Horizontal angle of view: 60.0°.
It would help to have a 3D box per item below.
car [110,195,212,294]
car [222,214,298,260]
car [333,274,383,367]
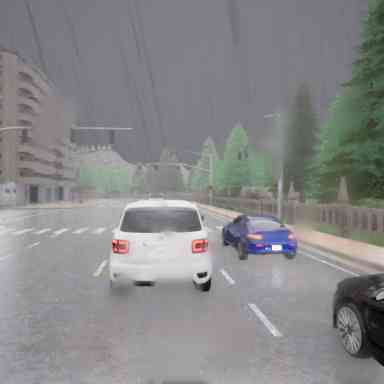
[{"bbox_3d":[-0.802,1.221,9.003,2.150,2.045,5.566,0,0,-5],"label":"car"},{"bbox_3d":[2.342,1.526,12.363,1.812,1.442,4.674,0,0,-6],"label":"car"},{"bbox_3d":[3.120,1.492,3.135,2.128,1.511,4.902,0,0,-3],"label":"car"}]
